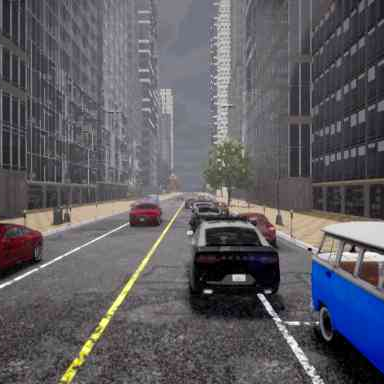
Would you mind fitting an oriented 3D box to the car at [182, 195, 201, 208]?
[{"bbox_3d":[-0.069,1.517,46.397,1.812,1.442,4.674,0,0,0],"label":"car"}]

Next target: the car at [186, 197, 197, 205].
[{"bbox_3d":[-0.106,1.572,60.386,1.895,1.301,4.718,0,0,0],"label":"car"}]

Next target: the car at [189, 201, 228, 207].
[{"bbox_3d":[0.868,1.505,18.780,1.837,1.490,4.892,0,0,0],"label":"car"}]

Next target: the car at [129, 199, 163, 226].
[{"bbox_3d":[-3.140,1.477,23.460,1.882,1.535,5.008,0,0,0],"label":"car"}]

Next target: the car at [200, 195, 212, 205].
[{"bbox_3d":[2.585,1.411,60.689,1.967,1.590,4.097,0,0,0],"label":"car"}]

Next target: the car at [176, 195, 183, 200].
[{"bbox_3d":[-3.156,1.469,88.141,2.033,1.411,5.357,0,0,0],"label":"car"}]

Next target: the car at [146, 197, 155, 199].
[{"bbox_3d":[-5.756,1.548,37.907,2.008,1.369,4.403,0,0,0],"label":"car"}]

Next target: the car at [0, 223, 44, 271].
[{"bbox_3d":[-5.706,1.582,9.444,1.802,1.307,4.206,0,0,0],"label":"car"}]

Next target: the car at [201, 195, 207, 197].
[{"bbox_3d":[2.605,1.539,49.304,2.008,1.369,4.403,0,0,0],"label":"car"}]

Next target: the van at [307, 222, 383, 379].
[{"bbox_3d":[2.685,1.341,3.765,1.690,1.788,3.998,0,0,0],"label":"van"}]

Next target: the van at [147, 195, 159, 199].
[{"bbox_3d":[-5.776,1.329,49.292,1.690,1.788,3.998,0,0,0],"label":"van"}]

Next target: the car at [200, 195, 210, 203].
[{"bbox_3d":[2.574,1.402,66.381,1.967,1.590,4.097,0,0,0],"label":"car"}]

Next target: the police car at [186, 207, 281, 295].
[{"bbox_3d":[0.886,1.425,8.890,1.930,1.638,5.238,0,0,0],"label":"police car"}]

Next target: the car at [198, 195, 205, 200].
[{"bbox_3d":[2.534,1.464,89.151,1.887,1.381,4.507,0,0,0],"label":"car"}]

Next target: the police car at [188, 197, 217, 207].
[{"bbox_3d":[0.858,1.425,24.890,1.930,1.638,5.238,0,0,0],"label":"police car"}]

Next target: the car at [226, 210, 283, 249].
[{"bbox_3d":[2.665,1.582,15.148,1.802,1.307,4.206,0,0,0],"label":"car"}]

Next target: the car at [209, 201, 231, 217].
[{"bbox_3d":[2.635,1.581,32.226,1.802,1.307,4.206,0,0,0],"label":"car"}]
